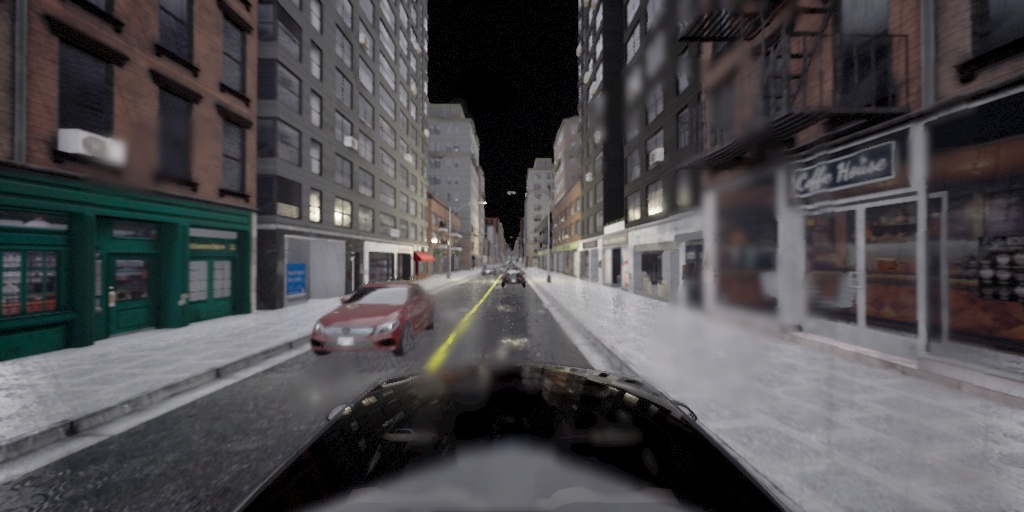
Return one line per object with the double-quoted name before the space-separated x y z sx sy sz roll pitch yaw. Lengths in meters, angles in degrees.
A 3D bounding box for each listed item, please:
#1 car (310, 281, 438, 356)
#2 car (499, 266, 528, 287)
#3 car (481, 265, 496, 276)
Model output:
"car" -3.097 1.381 9.044 1.812 1.442 4.674 0 -1 0
"car" 0.099 1.657 28.371 1.812 1.442 4.674 0 -1 0
"car" -3.084 1.900 48.157 2.128 1.511 4.902 0 -1 0
